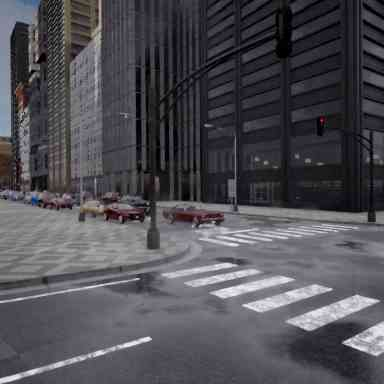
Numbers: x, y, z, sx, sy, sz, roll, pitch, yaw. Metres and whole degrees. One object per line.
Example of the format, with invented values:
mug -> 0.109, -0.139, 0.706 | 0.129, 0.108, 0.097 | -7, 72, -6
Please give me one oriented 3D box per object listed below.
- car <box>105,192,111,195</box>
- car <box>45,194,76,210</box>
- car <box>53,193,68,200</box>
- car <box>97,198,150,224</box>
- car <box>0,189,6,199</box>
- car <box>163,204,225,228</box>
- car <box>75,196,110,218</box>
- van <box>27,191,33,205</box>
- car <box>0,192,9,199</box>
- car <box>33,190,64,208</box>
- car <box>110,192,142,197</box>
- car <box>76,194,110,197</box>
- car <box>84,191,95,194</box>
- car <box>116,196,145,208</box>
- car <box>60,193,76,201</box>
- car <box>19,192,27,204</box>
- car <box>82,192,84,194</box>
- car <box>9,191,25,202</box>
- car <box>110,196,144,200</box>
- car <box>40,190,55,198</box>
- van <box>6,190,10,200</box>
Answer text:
car -> -11.279, 0.899, 47.234 | 2.192, 1.841, 5.009 | 0, 1, -36
car -> -14.884, 1.276, 37.681 | 1.887, 1.381, 4.507 | 0, 1, -36
car -> -27.781, 0.855, 70.007 | 1.887, 1.381, 4.507 | 0, 1, -36
car -> -4.982, 1.416, 24.017 | 1.887, 1.381, 4.507 | 0, 1, -36
car -> -37.986, 0.665, 69.561 | 2.192, 1.841, 5.009 | 0, 1, -36
car -> 0.029, 1.479, 21.752 | 1.895, 1.301, 4.718 | -1, 1, -35
car -> -8.183, 1.353, 28.434 | 1.752, 1.417, 4.829 | 0, 1, -36
van -> -21.484, 0.970, 46.789 | 1.690, 1.788, 3.998 | 0, 1, -36
car -> -44.588, 0.778, 78.671 | 1.887, 1.381, 4.507 | 0, 1, -36
car -> -18.184, 0.996, 42.234 | 2.192, 1.841, 5.009 | 0, 1, -36
car -> -6.868, 1.064, 36.757 | 2.097, 1.767, 4.553 | -1, 1, -36
car -> -10.740, 1.275, 36.663 | 2.033, 1.411, 5.357 | -1, 1, -36
car -> -17.879, 0.794, 56.343 | 2.192, 1.841, 5.009 | 0, 1, -36
car -> -7.979, 1.200, 42.682 | 1.947, 1.339, 4.313 | 0, 1, -36
car -> -24.481, 0.949, 65.454 | 1.802, 1.307, 4.206 | 0, 1, -36
car -> -24.786, 1.126, 51.345 | 2.008, 1.369, 4.403 | 0, 1, -36
car -> -20.193, 0.998, 55.124 | 2.128, 1.511, 4.902 | -1, 1, -36
car -> -31.386, 0.904, 60.453 | 1.967, 1.590, 4.097 | 0, 1, -36
car -> -5.248, 1.370, 29.079 | 1.994, 1.385, 4.181 | -1, 1, -36
car -> -34.380, 0.510, 79.114 | 2.192, 1.841, 5.009 | 0, 1, -36
van -> -34.685, 0.748, 65.007 | 1.690, 1.788, 3.998 | 0, 1, -36
